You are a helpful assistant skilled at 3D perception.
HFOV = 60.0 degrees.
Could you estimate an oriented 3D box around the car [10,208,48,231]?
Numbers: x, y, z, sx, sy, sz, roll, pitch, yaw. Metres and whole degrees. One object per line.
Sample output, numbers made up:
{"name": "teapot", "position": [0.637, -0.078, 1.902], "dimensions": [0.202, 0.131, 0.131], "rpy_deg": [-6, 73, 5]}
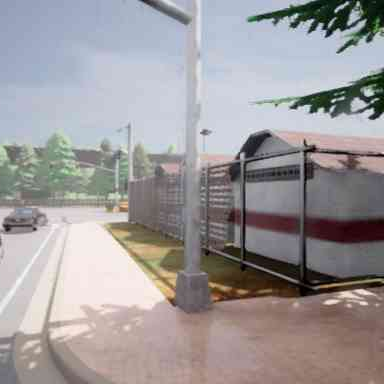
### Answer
{"name": "car", "position": [-10.884, 1.742, 21.983], "dimensions": [2.033, 1.411, 5.357], "rpy_deg": [0, -1, -15]}

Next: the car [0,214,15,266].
{"name": "car", "position": [-6.364, 1.569, 8.727], "dimensions": [2.128, 1.511, 4.902], "rpy_deg": [0, 0, -19]}
